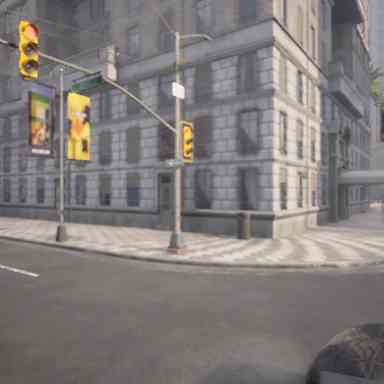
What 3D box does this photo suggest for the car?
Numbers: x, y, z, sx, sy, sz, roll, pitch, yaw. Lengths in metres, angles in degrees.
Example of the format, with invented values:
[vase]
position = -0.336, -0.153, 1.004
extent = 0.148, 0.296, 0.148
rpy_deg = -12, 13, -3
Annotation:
[car]
position = 3.135, 1.502, 1.759
extent = 4.892, 1.490, 1.837
rpy_deg = 0, 0, 35
